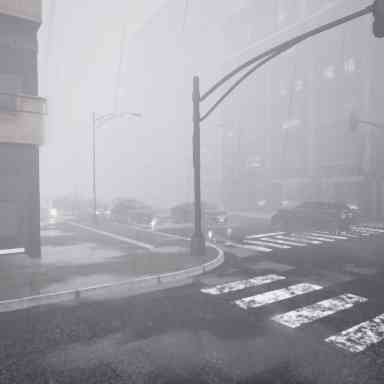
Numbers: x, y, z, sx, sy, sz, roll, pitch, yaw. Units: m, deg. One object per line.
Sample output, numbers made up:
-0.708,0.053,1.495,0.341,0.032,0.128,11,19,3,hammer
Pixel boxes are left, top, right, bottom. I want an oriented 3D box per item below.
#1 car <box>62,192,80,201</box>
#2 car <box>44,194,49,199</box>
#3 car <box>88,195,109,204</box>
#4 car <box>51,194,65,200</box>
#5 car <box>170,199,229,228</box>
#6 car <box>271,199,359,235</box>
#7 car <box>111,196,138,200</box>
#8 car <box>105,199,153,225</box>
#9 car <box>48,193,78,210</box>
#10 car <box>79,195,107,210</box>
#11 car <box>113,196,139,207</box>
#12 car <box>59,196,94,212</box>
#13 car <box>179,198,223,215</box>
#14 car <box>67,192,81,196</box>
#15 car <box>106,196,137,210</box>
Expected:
-25.201,0.935,69.171,2.192,1.841,5.009,-1,1,-35,car
-34.998,1.075,83.330,1.752,1.417,4.829,-1,1,-35,car
-15.594,1.217,55.295,1.752,1.417,4.829,-1,1,-35,car
-31.667,1.124,78.518,2.008,1.369,4.403,-1,1,-35,car
0.392,1.434,22.020,2.128,1.511,4.902,-1,1,-35,car
6.787,1.274,18.820,2.097,1.767,4.553,-1,1,-45,car
-5.493,1.374,30.526,1.882,1.535,5.008,-1,1,-35,car
-4.417,1.509,24.199,1.887,1.381,4.507,-1,1,-35,car
-15.918,1.313,41.040,1.967,1.590,4.097,-1,1,-35,car
-11.494,1.397,39.210,2.033,1.411,5.357,-1,1,-35,car
-9.126,1.266,45.950,1.752,1.417,4.829,-1,1,-35,car
-12.683,1.448,36.368,2.008,1.369,4.403,-1,1,-35,car
0.757,1.360,31.856,1.887,1.381,4.507,-1,1,-35,car
-20.173,1.066,57.337,2.097,1.767,4.553,-1,1,-35,car
-8.693,1.279,40.770,1.882,1.535,5.008,-1,1,-35,car
